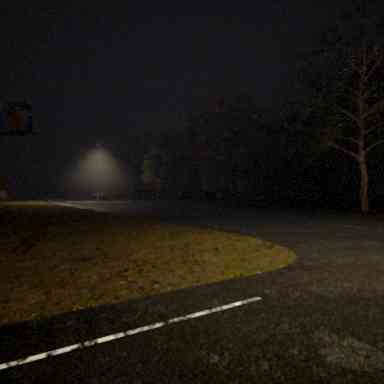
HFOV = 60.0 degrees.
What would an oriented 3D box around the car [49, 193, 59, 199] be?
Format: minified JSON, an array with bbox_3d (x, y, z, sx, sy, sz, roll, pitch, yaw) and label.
[{"bbox_3d":[-32.764,0.982,78.910,2.033,1.411,5.357,0,0,-27],"label":"car"}]

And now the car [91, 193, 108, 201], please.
[{"bbox_3d":[-18.429,0.915,65.996,2.097,1.767,4.553,0,0,-34],"label":"car"}]
